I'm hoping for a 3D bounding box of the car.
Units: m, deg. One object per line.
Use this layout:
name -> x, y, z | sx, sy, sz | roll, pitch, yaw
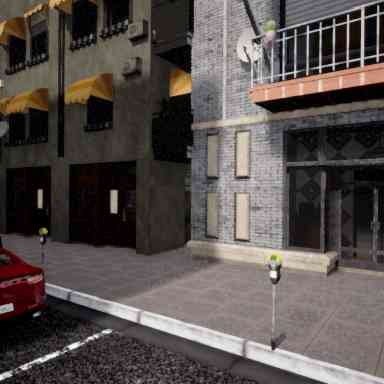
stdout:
car -> -4.497, 1.544, 6.077 | 4.507, 1.381, 1.887 | 0, 1, 36
